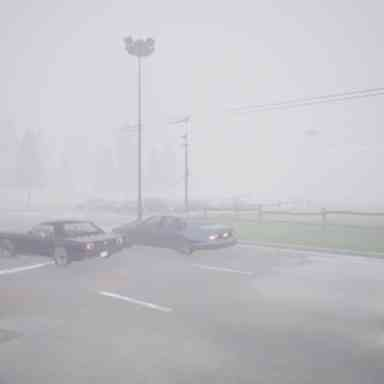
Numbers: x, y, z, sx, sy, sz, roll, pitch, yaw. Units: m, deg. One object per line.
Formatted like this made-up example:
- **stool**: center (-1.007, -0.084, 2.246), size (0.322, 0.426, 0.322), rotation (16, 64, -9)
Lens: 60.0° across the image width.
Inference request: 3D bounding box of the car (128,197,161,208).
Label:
- **car**: center (-6.981, 1.543, 49.686), size (1.882, 1.535, 5.008), rotation (0, 0, 37)

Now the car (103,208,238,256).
- **car**: center (-0.875, 1.564, 13.171), size (5.357, 1.411, 2.033), rotation (0, 0, 35)

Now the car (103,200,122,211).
- **car**: center (-7.016, 1.599, 37.803), size (2.033, 1.411, 5.357), rotation (0, 0, 36)

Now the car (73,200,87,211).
- **car**: center (-12.592, 1.566, 42.025), size (1.837, 1.490, 4.892), rotation (0, 0, 36)

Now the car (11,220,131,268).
- **car**: center (-4.587, 1.618, 11.384), size (4.718, 1.301, 1.895), rotation (0, 0, 32)

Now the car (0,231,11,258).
- **car**: center (-7.204, 1.494, 8.736), size (5.008, 1.535, 1.882), rotation (0, 0, 30)

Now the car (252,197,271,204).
- **car**: center (13.698, 1.670, 65.790), size (1.895, 1.301, 4.718), rotation (0, 0, 36)

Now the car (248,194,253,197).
- **car**: center (7.879, 1.280, 52.150), size (2.150, 2.045, 5.566), rotation (0, 0, 37)

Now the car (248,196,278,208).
- **car**: center (10.730, 1.653, 50.123), size (1.895, 1.301, 4.718), rotation (0, 0, 36)

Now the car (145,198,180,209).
- **car**: center (-4.125, 1.608, 47.670), size (2.033, 1.411, 5.357), rotation (0, 0, 36)

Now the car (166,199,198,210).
- **car**: center (-1.348, 1.657, 45.537), size (1.895, 1.301, 4.718), rotation (0, 0, 36)

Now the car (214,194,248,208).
- **car**: center (4.808, 1.399, 42.097), size (2.097, 1.767, 4.553), rotation (0, 0, 36)

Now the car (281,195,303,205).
- **car**: center (18.584, 1.536, 60.676), size (1.882, 1.535, 5.008), rotation (0, 0, 37)

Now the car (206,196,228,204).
- **car**: center (4.954, 1.567, 65.728), size (2.128, 1.511, 4.902), rotation (0, 0, 37)

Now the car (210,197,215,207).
- **car**: center (0.611, 1.576, 42.296), size (1.812, 1.442, 4.674), rotation (0, 0, 36)

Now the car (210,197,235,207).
- **car**: center (4.961, 1.587, 54.087), size (1.812, 1.442, 4.674), rotation (0, 0, 37)

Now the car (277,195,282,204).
- **car**: center (17.005, 1.415, 64.385), size (2.097, 1.767, 4.553), rotation (0, 0, 37)

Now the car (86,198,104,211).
- **car**: center (-9.826, 1.657, 39.881), size (1.895, 1.301, 4.718), rotation (0, 0, 36)

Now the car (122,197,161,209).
- **car**: center (-4.659, 1.398, 35.068), size (2.097, 1.767, 4.553), rotation (0, 0, 36)

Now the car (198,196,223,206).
- **car**: center (3.331, 1.545, 57.738), size (1.882, 1.535, 5.008), rotation (0, 0, 37)

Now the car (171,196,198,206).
- **car**: center (-1.248, 1.562, 57.420), size (2.128, 1.511, 4.902), rotation (0, 0, 37)

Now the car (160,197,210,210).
- **car**: center (-0.617, 1.534, 34.715), size (2.128, 1.511, 4.902), rotation (0, 0, 36)
